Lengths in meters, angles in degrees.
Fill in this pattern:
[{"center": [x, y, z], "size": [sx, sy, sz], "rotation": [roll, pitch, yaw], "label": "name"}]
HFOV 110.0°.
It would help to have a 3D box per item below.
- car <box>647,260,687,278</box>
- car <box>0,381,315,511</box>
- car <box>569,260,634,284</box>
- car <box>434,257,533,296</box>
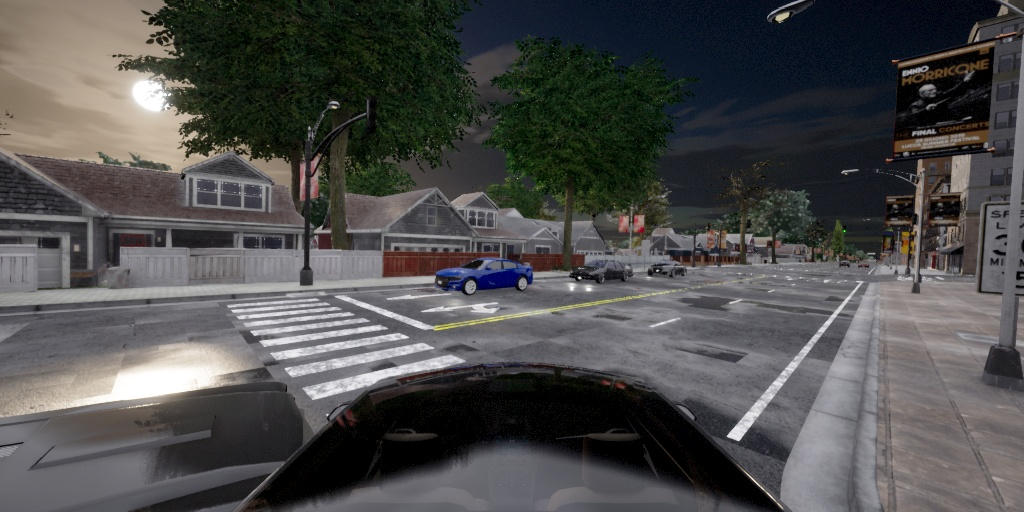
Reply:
[{"center": [13.162, 1.014, 30.321], "size": [4.181, 1.385, 1.994], "rotation": [0, 2, -45], "label": "car"}, {"center": [-3.308, 1.294, 1.244], "size": [4.718, 1.301, 1.895], "rotation": [1, 2, -34], "label": "car"}, {"center": [5.986, 0.944, 23.378], "size": [5.357, 1.411, 2.033], "rotation": [0, 2, -44], "label": "car"}, {"center": [-1.160, 0.825, 16.437], "size": [5.008, 1.535, 1.882], "rotation": [0, 2, -44], "label": "car"}]
